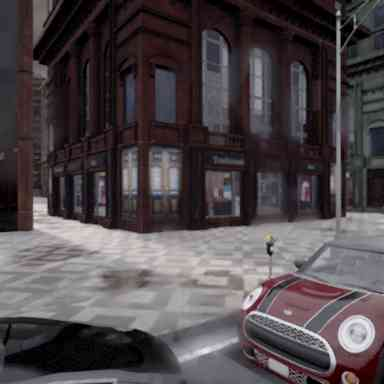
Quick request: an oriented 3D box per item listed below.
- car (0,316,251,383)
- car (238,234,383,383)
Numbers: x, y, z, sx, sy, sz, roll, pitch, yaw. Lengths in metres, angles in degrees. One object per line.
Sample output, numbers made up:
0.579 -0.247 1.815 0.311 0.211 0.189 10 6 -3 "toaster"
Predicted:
-1.962 1.563 1.577 4.313 1.339 1.947 0 0 -36 "car"
2.575 1.444 4.922 4.097 1.590 1.967 0 0 -36 "car"
